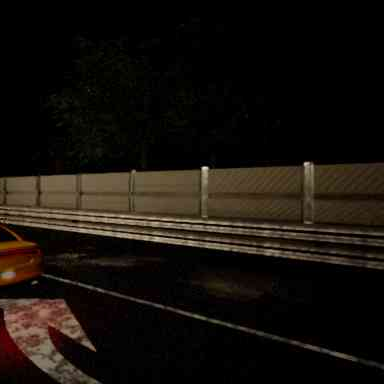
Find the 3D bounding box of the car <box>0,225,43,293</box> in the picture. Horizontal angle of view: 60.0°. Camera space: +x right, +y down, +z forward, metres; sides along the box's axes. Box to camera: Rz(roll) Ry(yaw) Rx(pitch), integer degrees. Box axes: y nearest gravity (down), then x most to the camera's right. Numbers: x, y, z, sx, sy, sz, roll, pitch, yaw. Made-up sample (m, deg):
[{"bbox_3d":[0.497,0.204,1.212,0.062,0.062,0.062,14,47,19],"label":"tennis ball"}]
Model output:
[{"bbox_3d":[-5.533,1.426,7.817,5.008,1.535,1.882,0,0,36],"label":"car"}]
